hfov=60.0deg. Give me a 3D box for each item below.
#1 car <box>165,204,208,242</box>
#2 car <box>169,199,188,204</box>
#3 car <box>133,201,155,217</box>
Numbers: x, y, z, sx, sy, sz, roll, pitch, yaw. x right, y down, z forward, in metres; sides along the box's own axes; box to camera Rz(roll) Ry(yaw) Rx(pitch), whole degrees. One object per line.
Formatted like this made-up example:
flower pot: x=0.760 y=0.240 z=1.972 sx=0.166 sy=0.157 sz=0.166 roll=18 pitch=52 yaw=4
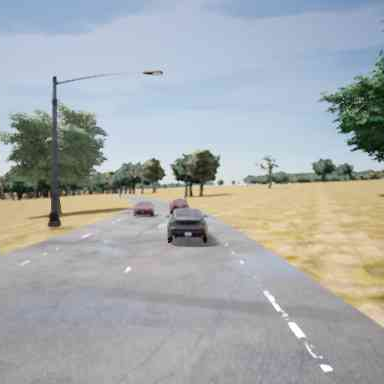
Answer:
car: x=-0.252 y=1.565 z=16.680 sx=1.837 sy=1.490 sz=4.892 roll=0 pitch=0 yaw=-2
car: x=-1.447 y=1.529 z=37.345 sx=2.097 sy=1.767 sz=4.553 roll=0 pitch=0 yaw=-4
car: x=-4.707 y=1.630 z=33.067 sx=1.882 sy=1.535 sz=5.008 roll=0 pitch=-1 yaw=-4
